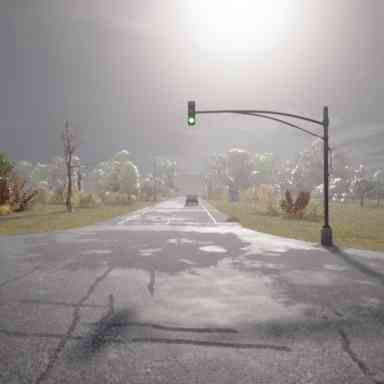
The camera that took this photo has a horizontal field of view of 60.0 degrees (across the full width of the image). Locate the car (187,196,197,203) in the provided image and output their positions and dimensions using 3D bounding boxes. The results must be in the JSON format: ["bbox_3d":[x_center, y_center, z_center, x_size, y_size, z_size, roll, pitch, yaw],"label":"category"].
[{"bbox_3d":[0.015,1.546,69.623,1.882,1.535,5.008,0,0,0],"label":"car"}]

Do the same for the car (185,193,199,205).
[{"bbox_3d":[0.013,1.271,59.234,2.150,2.045,5.566,0,0,0],"label":"car"}]
